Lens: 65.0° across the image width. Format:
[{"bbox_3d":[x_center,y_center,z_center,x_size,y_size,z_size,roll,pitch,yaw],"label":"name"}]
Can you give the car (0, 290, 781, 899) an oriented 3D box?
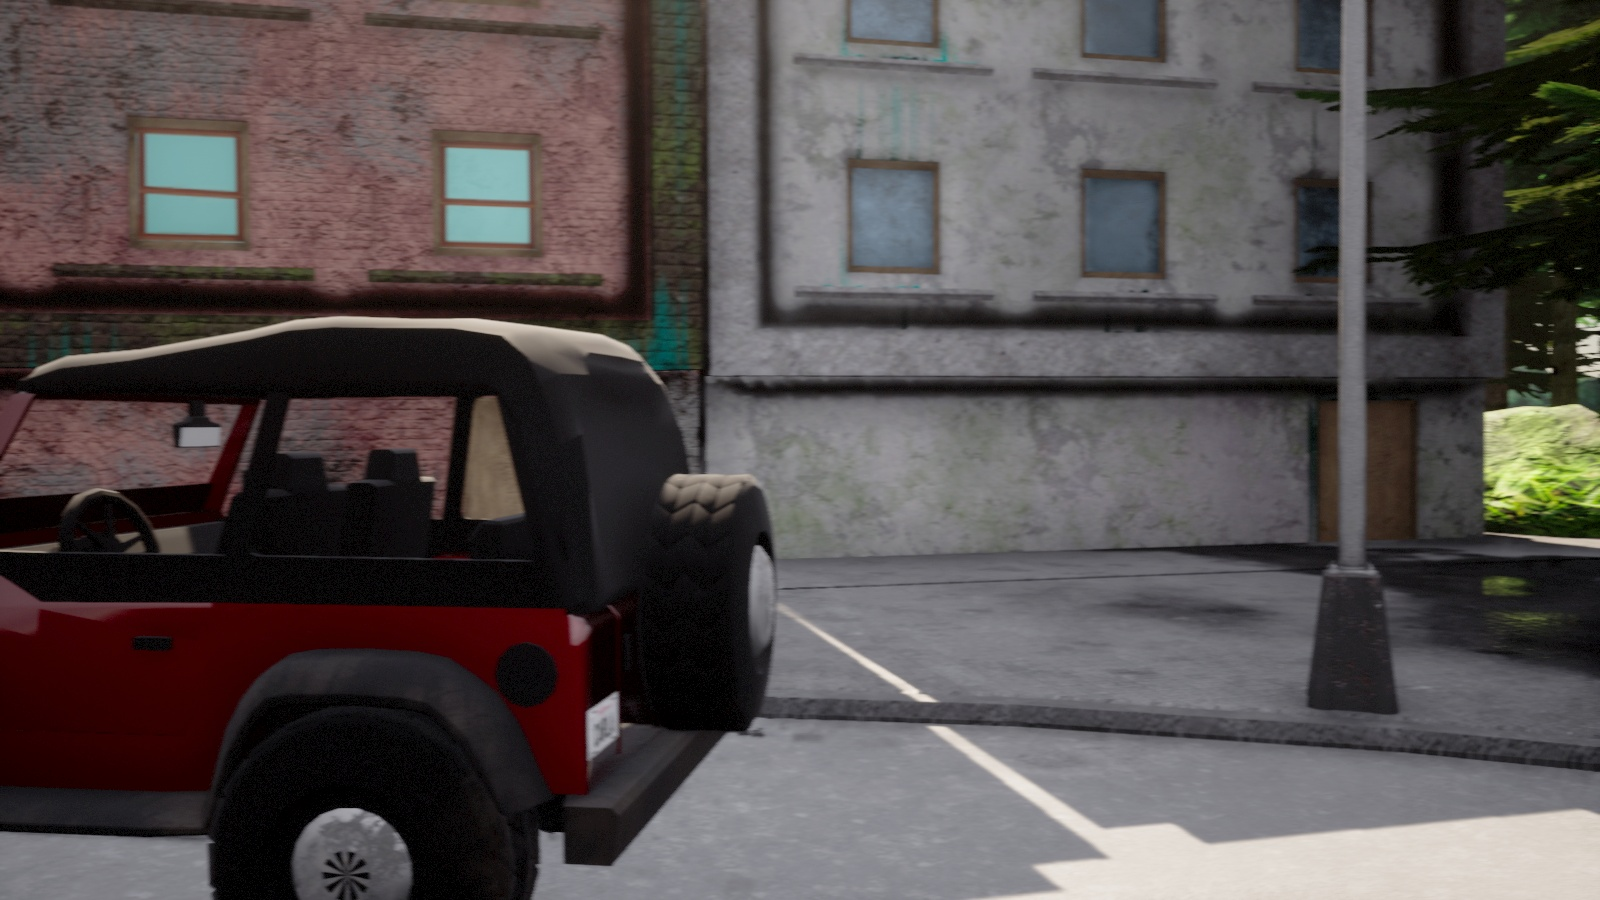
[{"bbox_3d":[-2.126,0.524,4.293,3.866,1.878,1.905,0,1,8],"label":"car"}]
